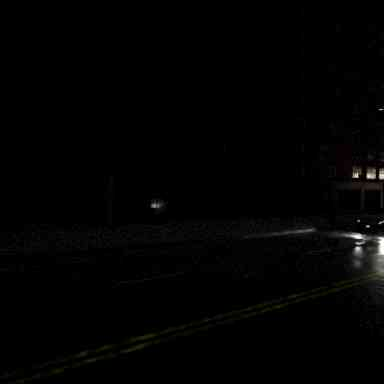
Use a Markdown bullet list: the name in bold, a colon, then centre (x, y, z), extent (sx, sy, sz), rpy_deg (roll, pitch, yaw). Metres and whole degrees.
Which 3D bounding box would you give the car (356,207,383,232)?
- **car**: centre (11.805, 1.668, 20.086), extent (4.674, 1.442, 1.812), rpy_deg (0, 0, -35)
